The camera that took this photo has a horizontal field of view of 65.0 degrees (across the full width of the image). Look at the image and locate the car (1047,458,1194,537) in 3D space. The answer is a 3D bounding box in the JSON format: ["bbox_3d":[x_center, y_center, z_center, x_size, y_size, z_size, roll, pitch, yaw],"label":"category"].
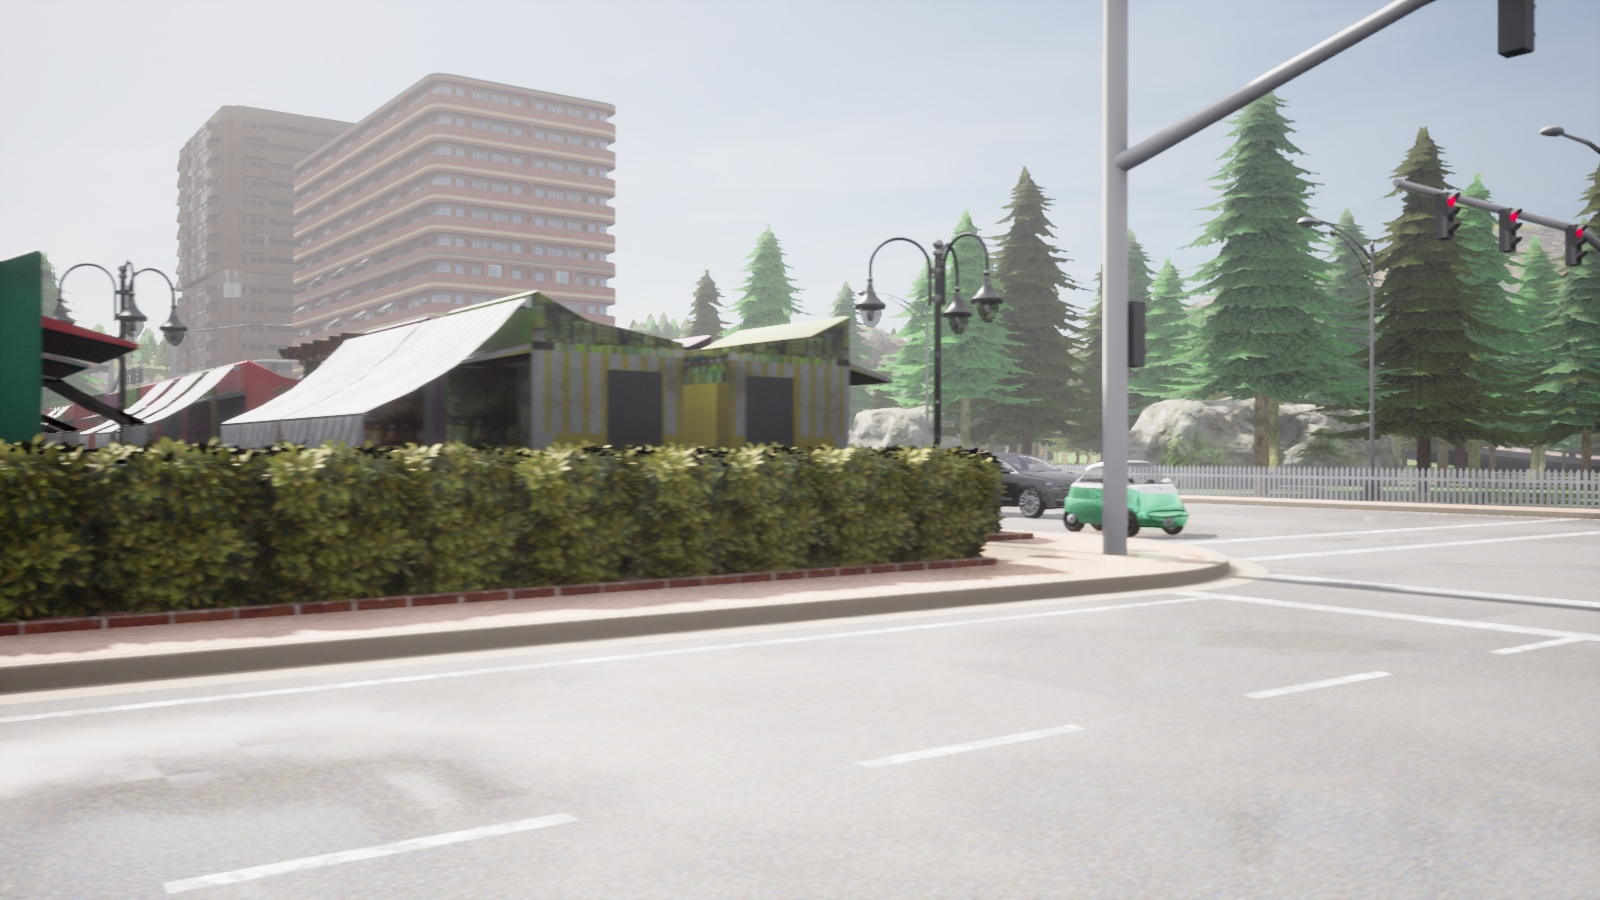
[{"bbox_3d":[5.945,0.844,23.397,1.481,1.376,2.207,0,-1,-34],"label":"car"}]

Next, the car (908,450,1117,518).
[{"bbox_3d":[5.061,0.765,30.576,2.128,1.511,4.902,0,0,-36],"label":"car"}]
